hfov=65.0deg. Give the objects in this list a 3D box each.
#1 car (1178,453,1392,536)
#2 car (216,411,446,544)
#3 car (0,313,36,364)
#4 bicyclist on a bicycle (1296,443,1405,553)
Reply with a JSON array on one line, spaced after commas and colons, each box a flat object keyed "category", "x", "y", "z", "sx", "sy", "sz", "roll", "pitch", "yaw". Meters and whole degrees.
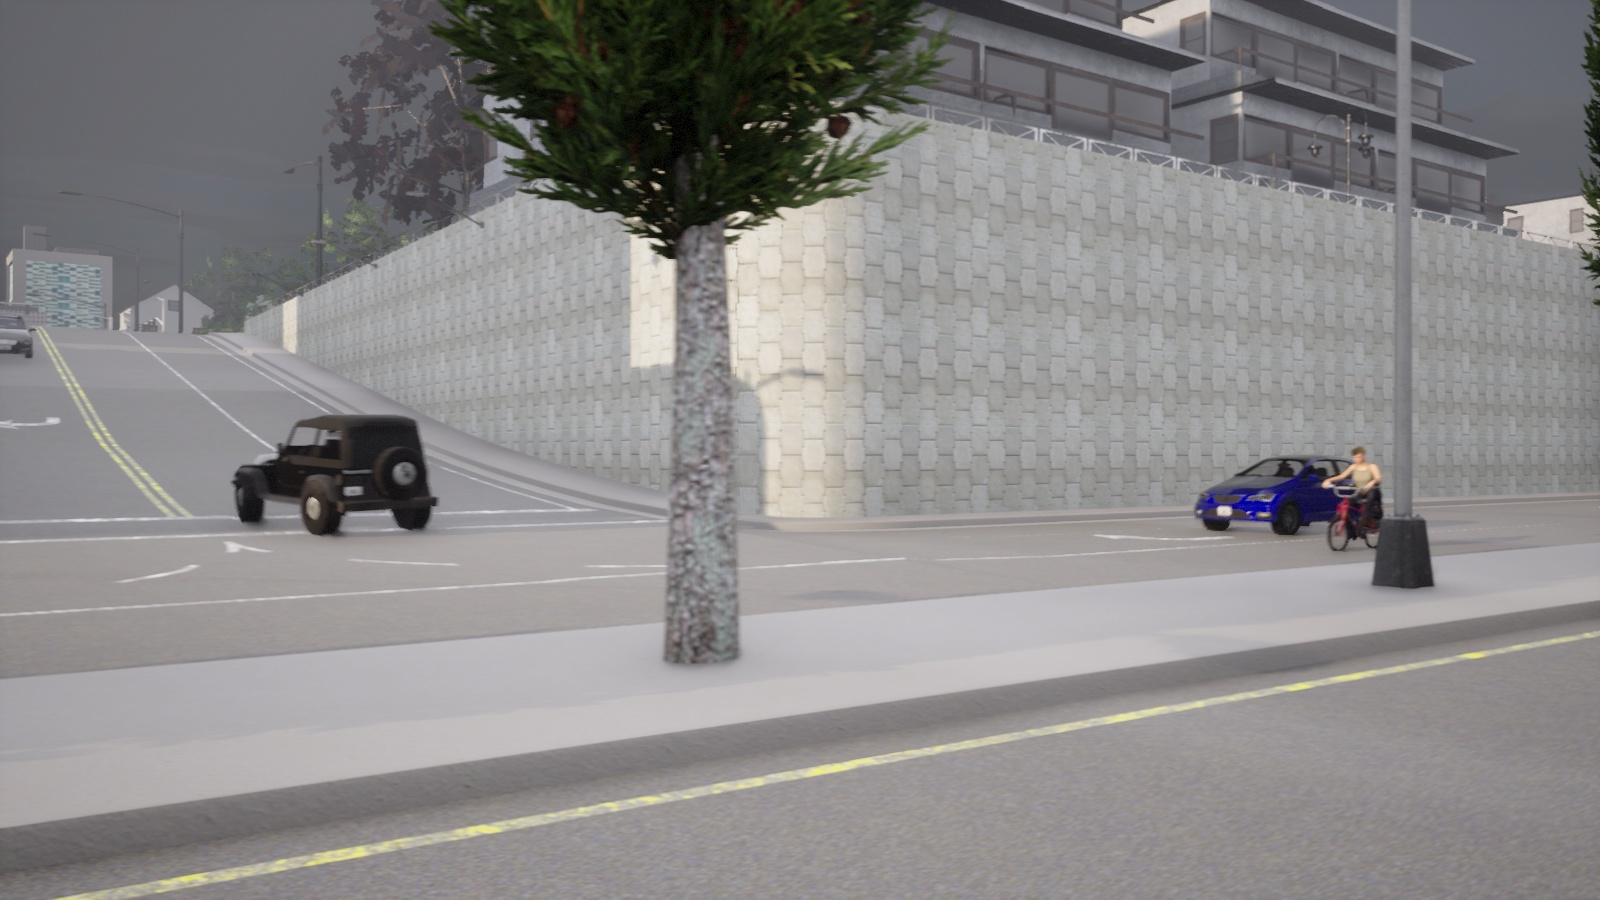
[{"category": "car", "x": 9.391, "y": 0.798, "z": 24.206, "sx": 4.193, "sy": 1.474, "sz": 1.816, "roll": 0, "pitch": 0, "yaw": -35}, {"category": "car", "x": -7.751, "y": 0.355, "z": 20.612, "sx": 3.866, "sy": 1.878, "sz": 1.905, "roll": 3, "pitch": 4, "yaw": 41}, {"category": "car", "x": -31.210, "y": -4.400, "z": 49.042, "sx": 2.128, "sy": 1.511, "sz": 4.902, "roll": 0, "pitch": 9, "yaw": -34}, {"category": "bicyclist on a bicycle", "x": 8.458, "y": 0.711, "z": 19.287, "sx": 1.509, "sy": 1.612, "sz": 0.866, "roll": 0, "pitch": 0, "yaw": -35}]
